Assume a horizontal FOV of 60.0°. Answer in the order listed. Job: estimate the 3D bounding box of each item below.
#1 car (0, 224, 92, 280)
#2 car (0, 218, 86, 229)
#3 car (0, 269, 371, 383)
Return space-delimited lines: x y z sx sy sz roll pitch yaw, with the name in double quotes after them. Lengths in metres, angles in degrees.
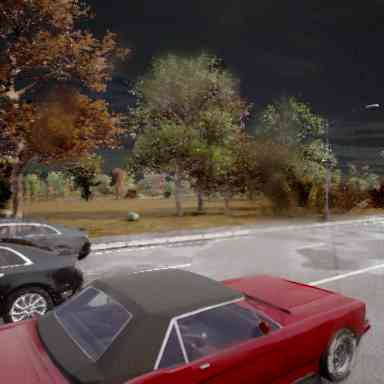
-4.262 1.504 5.251 4.892 1.490 1.837 0 0 -36 "car"
-5.196 1.491 8.884 4.902 1.511 2.128 0 0 -36 "car"
0.006 1.601 3.751 4.718 1.301 1.895 0 0 -35 "car"
